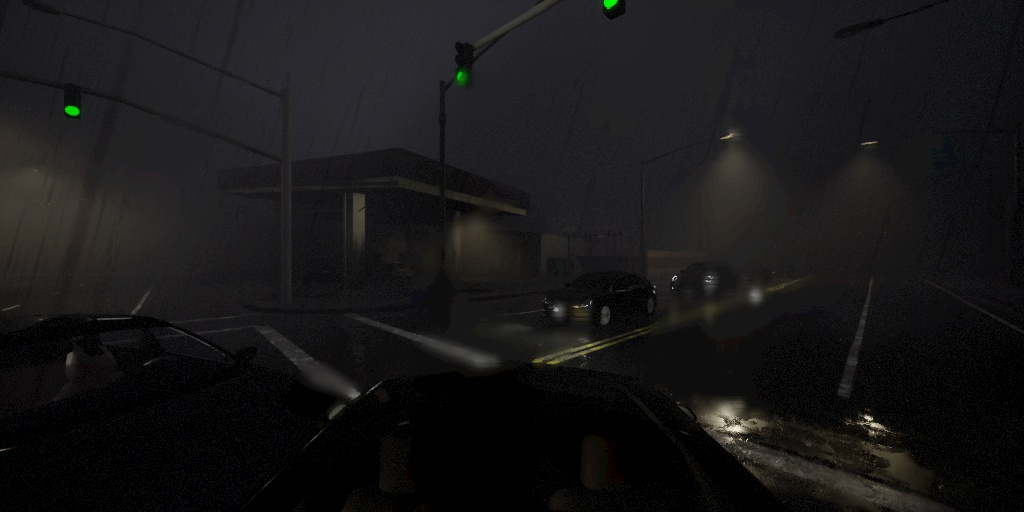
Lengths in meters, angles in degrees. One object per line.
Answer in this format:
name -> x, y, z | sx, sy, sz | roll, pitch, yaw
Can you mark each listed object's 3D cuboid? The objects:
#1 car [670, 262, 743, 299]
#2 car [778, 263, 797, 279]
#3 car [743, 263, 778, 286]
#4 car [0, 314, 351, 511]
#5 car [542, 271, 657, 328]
car -> 9.897, 1.102, 18.358 | 4.553, 1.767, 2.097 | 0, 0, -44
car -> 24.092, 1.314, 32.185 | 4.181, 1.385, 1.994 | 0, 0, -44
car -> 16.890, 1.314, 25.201 | 1.994, 1.385, 4.181 | 0, 0, 45
car -> -3.396, 1.242, 2.622 | 4.902, 1.511, 2.128 | 0, 0, 15
car -> 2.993, 1.255, 11.579 | 4.892, 1.490, 1.837 | 0, 0, -45
